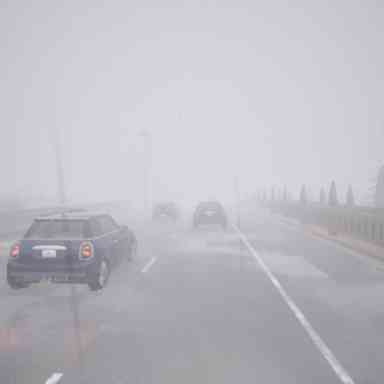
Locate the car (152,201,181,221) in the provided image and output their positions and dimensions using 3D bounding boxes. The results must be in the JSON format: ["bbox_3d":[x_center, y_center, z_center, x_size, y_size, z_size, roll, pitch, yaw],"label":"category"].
[{"bbox_3d":[-2.044,1.497,27.298,1.837,1.490,4.892,0,0,3],"label":"car"}]

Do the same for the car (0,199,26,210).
[{"bbox_3d":[-19.285,1.469,34.475,2.033,1.411,5.357,0,0,3],"label":"car"}]

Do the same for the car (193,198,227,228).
[{"bbox_3d":[1.185,1.357,22.115,2.097,1.767,4.553,0,0,3],"label":"car"}]

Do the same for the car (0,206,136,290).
[{"bbox_3d":[-2.971,1.340,9.259,2.097,1.767,4.553,0,0,3],"label":"car"}]

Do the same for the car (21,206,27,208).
[{"bbox_3d":[-6.120,1.480,16.518,1.837,1.490,4.892,0,0,3],"label":"car"}]

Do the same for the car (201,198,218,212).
[{"bbox_3d":[2.154,1.486,40.155,1.882,1.535,5.008,0,0,3],"label":"car"}]
